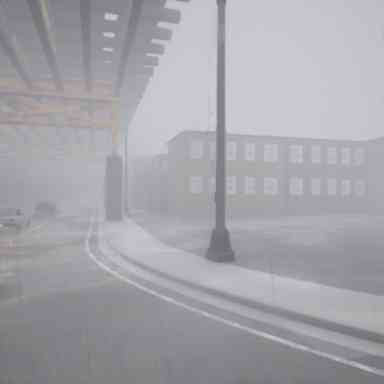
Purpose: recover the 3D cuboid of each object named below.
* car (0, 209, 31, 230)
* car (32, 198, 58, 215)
[{"bbox_3d":[-12.086,1.753,22.121,1.895,1.301,4.718,1,-1,-16],"label":"car"},{"bbox_3d":[-16.612,1.762,38.092,1.882,1.535,5.008,1,-1,-16],"label":"car"}]
